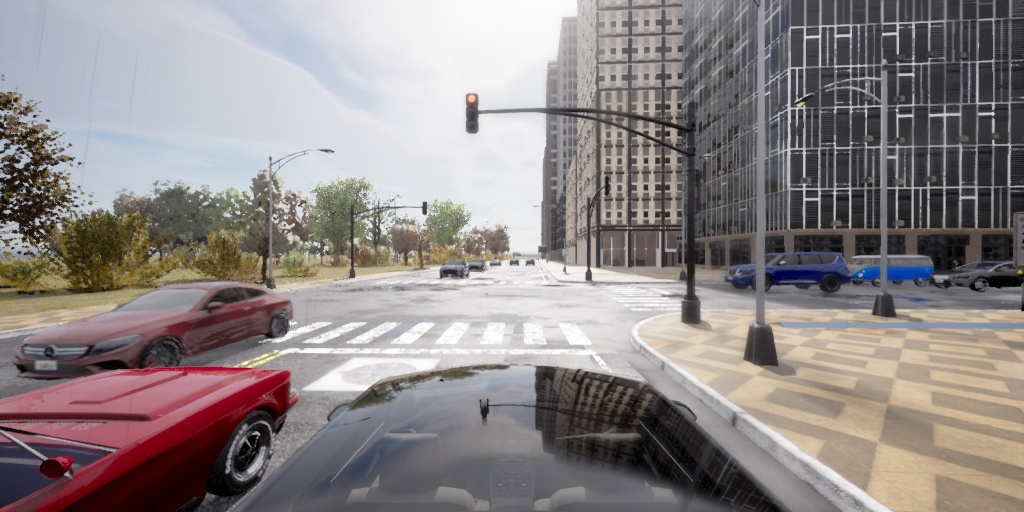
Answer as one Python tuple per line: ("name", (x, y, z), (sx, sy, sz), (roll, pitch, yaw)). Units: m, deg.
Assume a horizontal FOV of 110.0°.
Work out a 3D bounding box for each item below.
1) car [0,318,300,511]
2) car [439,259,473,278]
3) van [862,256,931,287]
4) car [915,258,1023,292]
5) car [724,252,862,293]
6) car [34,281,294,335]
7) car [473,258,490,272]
("car", (-3.118, 1.351, 1.547), (1.895, 1.301, 4.718), (0, 0, 0))
("car", (-5.277, 1.096, 33.216), (2.097, 1.767, 4.553), (0, 0, 2))
("van", (22.094, 0.855, 21.091), (3.998, 1.789, 1.690), (0, 0, 4))
("car", (24.367, 0.997, 18.212), (4.902, 1.511, 2.128), (0, 0, 4))
("car", (14.383, 0.809, 18.898), (5.566, 2.045, 2.150), (0, 0, 4))
("car", (-6.496, 1.274, 7.359), (1.812, 1.442, 4.674), (0, 0, 1))
("car", (-4.544, 1.097, 45.981), (2.097, 1.767, 4.553), (0, 0, 3))
